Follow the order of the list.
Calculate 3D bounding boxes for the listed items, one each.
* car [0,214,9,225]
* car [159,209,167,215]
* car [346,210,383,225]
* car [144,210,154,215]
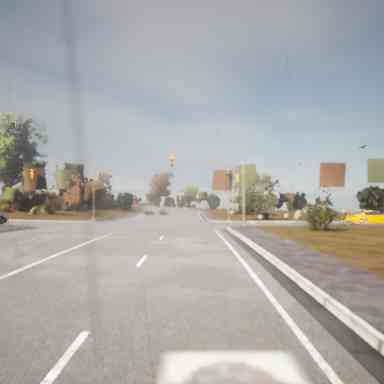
[{"bbox_3d":[-21.497,2.513,34.564,4.553,1.767,2.097,-1,-4,11],"label":"car"},{"bbox_3d":[-7.017,4.880,80.868,2.033,1.411,5.357,0,-1,0],"label":"car"},{"bbox_3d":[17.934,2.566,33.006,5.008,1.535,1.882,0,-4,-3],"label":"car"},{"bbox_3d":[-10.517,4.934,80.823,1.895,1.301,4.718,0,-1,0],"label":"car"}]
